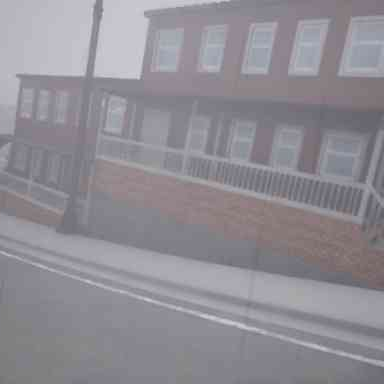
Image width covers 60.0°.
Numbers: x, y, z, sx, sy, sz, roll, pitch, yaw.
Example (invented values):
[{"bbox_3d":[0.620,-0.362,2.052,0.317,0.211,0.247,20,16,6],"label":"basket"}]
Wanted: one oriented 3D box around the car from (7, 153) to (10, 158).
[{"bbox_3d":[-21.550,-4.667,43.182,1.994,1.385,4.181,15,9,35],"label":"car"}]
